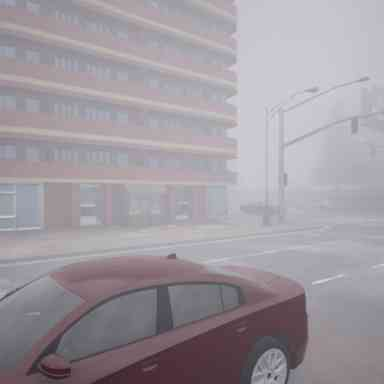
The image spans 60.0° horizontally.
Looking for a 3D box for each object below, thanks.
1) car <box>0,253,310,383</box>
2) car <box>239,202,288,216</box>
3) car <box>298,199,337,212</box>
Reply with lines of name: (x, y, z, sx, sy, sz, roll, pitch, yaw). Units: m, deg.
car: (-0.905, 1.477, 3.346, 5.008, 1.535, 1.882, 0, 0, -36)
car: (6.844, 1.597, 32.043, 1.895, 1.301, 4.718, 0, 0, -36)
car: (14.752, 1.521, 39.257, 1.812, 1.442, 4.674, 0, 0, -35)
